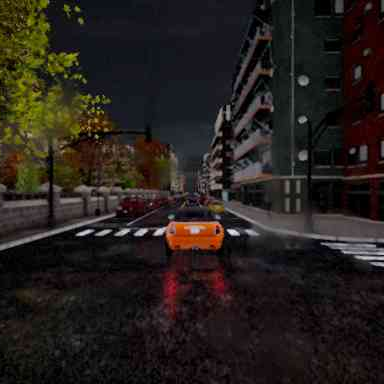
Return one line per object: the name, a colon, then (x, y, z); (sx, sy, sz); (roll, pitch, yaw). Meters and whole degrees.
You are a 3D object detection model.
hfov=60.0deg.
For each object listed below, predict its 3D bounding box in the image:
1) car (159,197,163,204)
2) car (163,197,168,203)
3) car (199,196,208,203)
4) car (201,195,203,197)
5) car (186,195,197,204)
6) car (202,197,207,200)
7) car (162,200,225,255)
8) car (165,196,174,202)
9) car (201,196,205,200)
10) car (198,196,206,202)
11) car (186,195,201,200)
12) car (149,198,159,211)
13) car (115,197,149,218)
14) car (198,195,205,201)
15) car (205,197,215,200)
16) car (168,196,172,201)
car: (-5.707, 1.645, 47.673); (1.887, 1.381, 4.507); (0, 0, 0)
car: (-5.710, 1.710, 58.743); (1.802, 1.307, 4.206); (0, 0, 0)
car: (2.665, 1.717, 75.352); (1.887, 1.381, 4.507); (0, 0, 0)
car: (2.667, 1.701, 69.817); (1.887, 1.381, 4.507); (0, 0, 0)
car: (-0.019, 1.502, 66.777); (2.097, 1.767, 4.553); (0, 0, 0)
car: (2.675, 1.631, 42.141); (1.887, 1.381, 4.507); (0, 0, 0)
car: (0.097, 1.376, 13.555); (2.097, 1.767, 4.553); (0, 0, 0)
car: (-5.719, 1.754, 86.419); (2.008, 1.369, 4.403); (0, 0, 0)
car: (2.673, 1.651, 47.677); (2.008, 1.369, 4.403); (0, 0, 0)
car: (2.662, 1.769, 86.423); (1.947, 1.339, 4.313); (0, 0, 0)
car: (-0.015, 1.613, 56.378); (2.128, 1.511, 4.902); (0, 0, 0)
car: (-5.706, 1.527, 42.138); (1.967, 1.590, 4.097); (0, 0, 0)
car: (-5.703, 1.375, 31.068); (2.192, 1.841, 5.009); (0, 0, 0)
car: (2.659, 1.660, 91.958); (1.967, 1.590, 4.097); (0, 0, 0)
car: (2.676, 1.599, 36.776); (1.752, 1.417, 4.829); (0, 0, 0)
car: (-5.713, 1.739, 69.814); (1.802, 1.307, 4.206); (0, 0, 0)
